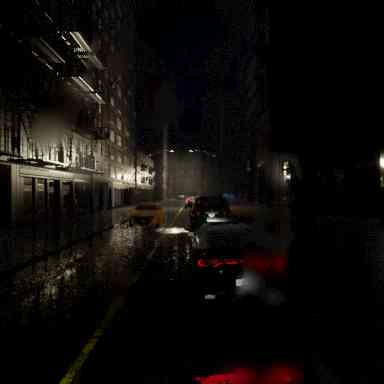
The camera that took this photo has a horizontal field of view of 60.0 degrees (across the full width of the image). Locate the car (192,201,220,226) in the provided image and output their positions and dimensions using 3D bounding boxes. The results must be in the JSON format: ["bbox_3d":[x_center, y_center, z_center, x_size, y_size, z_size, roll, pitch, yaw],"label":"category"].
[{"bbox_3d":[0.954,1.508,24.445,1.837,1.490,4.892,0,0,0],"label":"car"}]

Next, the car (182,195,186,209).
[{"bbox_3d":[0.132,1.375,45.564,2.097,1.767,4.553,0,0,1],"label":"car"}]

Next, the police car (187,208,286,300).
[{"bbox_3d":[0.917,1.425,8.555,1.930,1.638,5.238,0,0,0],"label":"police car"}]

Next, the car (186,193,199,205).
[{"bbox_3d":[0.131,1.263,59.559,2.150,2.045,5.566,0,0,0],"label":"car"}]

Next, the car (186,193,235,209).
[{"bbox_3d":[0.941,1.226,18.475,2.150,2.045,5.566,0,0,0],"label":"car"}]

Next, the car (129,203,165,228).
[{"bbox_3d":[-2.952,1.479,22.503,1.882,1.535,5.008,0,0,0],"label":"car"}]

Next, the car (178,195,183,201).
[{"bbox_3d":[-2.802,1.565,90.008,2.033,1.411,5.357,0,0,0],"label":"car"}]
